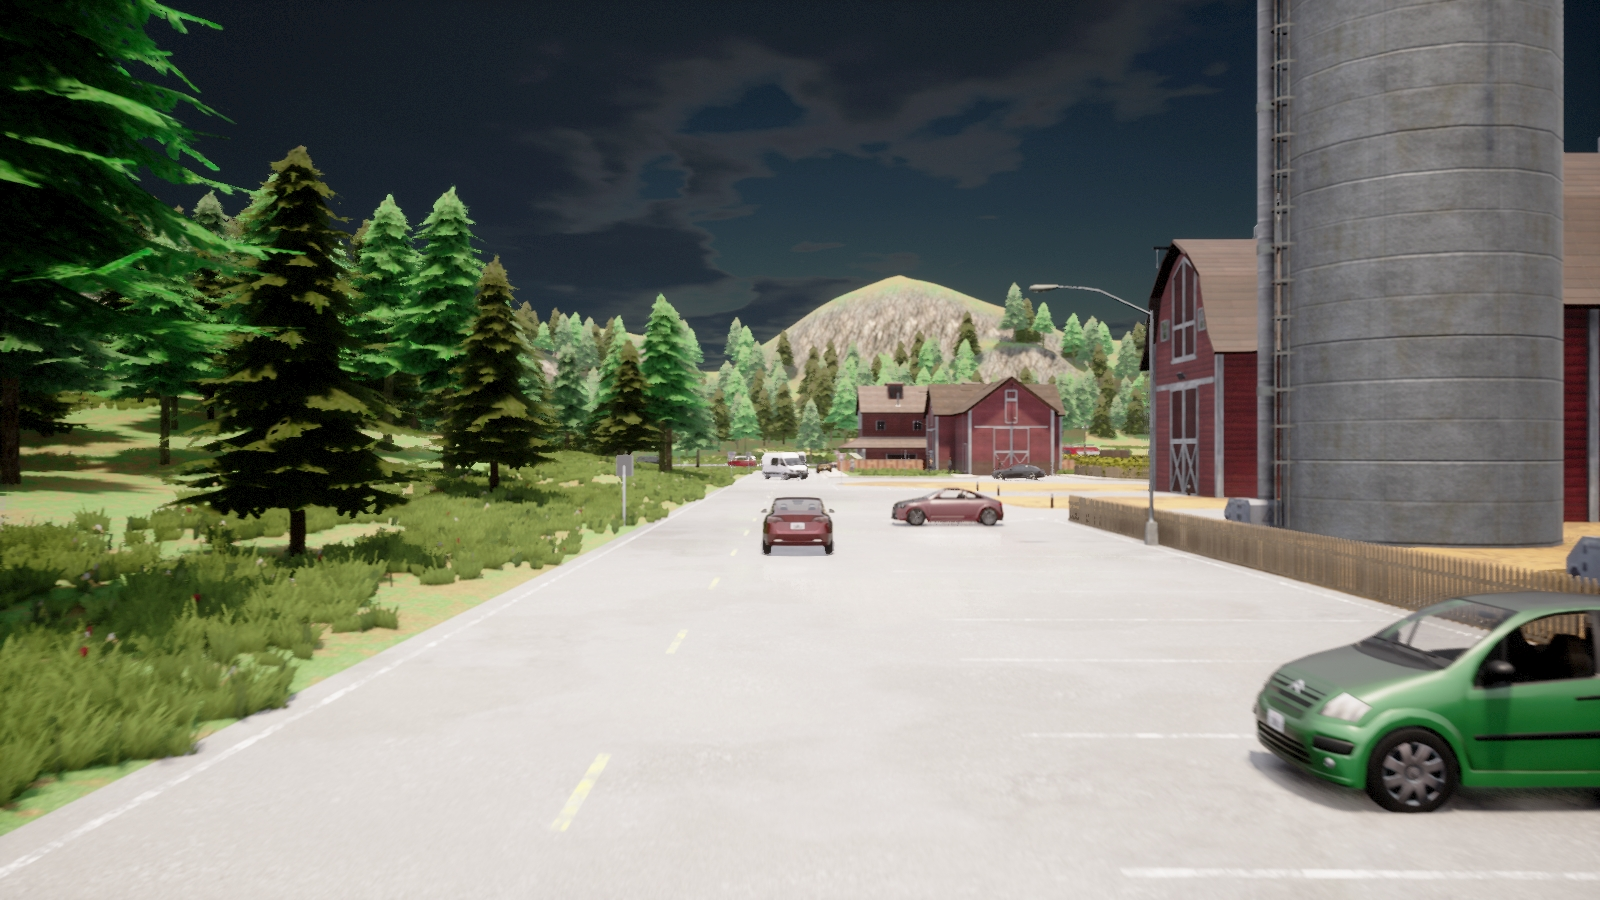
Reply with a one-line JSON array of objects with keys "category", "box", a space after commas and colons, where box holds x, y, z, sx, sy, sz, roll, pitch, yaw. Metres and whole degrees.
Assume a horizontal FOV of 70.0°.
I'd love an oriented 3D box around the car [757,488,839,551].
[{"category": "car", "box": [-0.060, 1.923, 32.655, 2.163, 1.488, 4.792, 0, 0, 0]}]
